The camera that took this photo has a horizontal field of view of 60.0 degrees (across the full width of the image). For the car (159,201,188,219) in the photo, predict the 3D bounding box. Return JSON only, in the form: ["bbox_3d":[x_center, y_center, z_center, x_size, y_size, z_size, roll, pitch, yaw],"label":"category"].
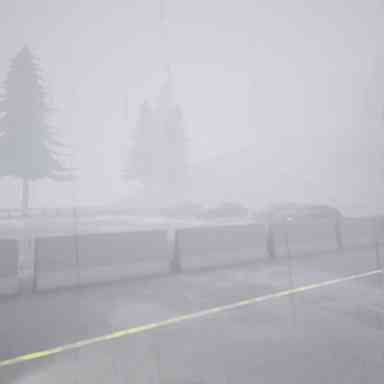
[{"bbox_3d":[-0.651,1.484,28.251,4.181,1.385,1.994,0,0,-30],"label":"car"}]

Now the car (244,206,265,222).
[{"bbox_3d":[6.543,1.468,24.326,4.892,1.490,1.837,1,0,-29],"label":"car"}]

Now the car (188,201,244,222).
[{"bbox_3d":[2.343,1.464,25.956,4.674,1.442,1.812,0,0,-30],"label":"car"}]

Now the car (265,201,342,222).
[{"bbox_3d":[7.216,1.480,20.697,4.892,1.490,1.837,1,0,-29],"label":"car"}]
